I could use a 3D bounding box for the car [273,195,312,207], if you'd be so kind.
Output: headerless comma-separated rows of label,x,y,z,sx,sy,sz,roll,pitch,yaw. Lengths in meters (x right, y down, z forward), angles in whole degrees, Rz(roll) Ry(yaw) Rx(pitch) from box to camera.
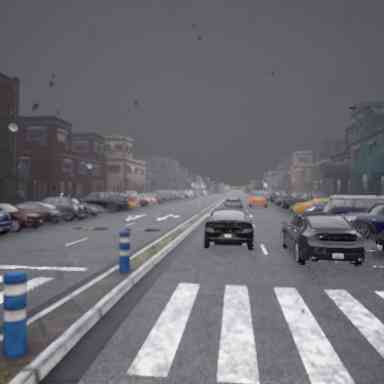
car,13.203,1.182,43.898,4.674,1.452,2.002,0,1,8

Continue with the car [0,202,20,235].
car,-10.922,1.190,15.450,4.553,1.767,2.185,0,0,8

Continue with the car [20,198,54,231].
car,-10.593,1.296,18.194,5.008,1.535,2.097,0,0,8

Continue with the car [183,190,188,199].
car,-4.194,0.836,67.411,5.366,1.575,1.946,0,0,8

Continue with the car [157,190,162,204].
car,-6.963,0.895,45.527,4.553,1.767,2.185,0,1,8

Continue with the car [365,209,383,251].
car,8.747,1.497,10.965,4.792,1.488,2.163,0,0,8

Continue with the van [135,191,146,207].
van,-7.912,0.880,37.308,4.442,1.987,1.878,0,1,8

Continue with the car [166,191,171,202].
car,-6.196,0.970,50.989,4.892,1.521,2.231,0,1,8

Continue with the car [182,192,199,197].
car,-0.356,0.754,94.714,4.674,1.452,2.002,0,0,8

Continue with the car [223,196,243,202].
car,4.346,1.209,35.100,2.128,1.511,4.902,0,1,8

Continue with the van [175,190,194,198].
van,-1.933,0.525,83.797,4.442,1.987,1.878,0,0,8

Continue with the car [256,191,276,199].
car,18.361,0.733,82.457,4.553,1.767,2.185,0,0,8

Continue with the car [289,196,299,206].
car,10.995,1.324,27.496,5.008,1.535,2.097,0,1,8

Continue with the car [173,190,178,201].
car,-5.466,0.923,56.455,4.892,1.521,2.231,0,1,8

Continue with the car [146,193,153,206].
car,-7.669,1.076,40.060,5.008,1.535,2.097,0,1,8

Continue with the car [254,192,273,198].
car,19.498,0.827,90.715,5.008,1.535,2.097,0,0,8

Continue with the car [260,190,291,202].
car,15.773,0.720,63.179,5.566,2.045,2.435,0,0,8

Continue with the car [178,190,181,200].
car,-5.100,0.901,59.186,4.892,1.521,2.231,0,1,8

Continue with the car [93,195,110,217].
car,-9.497,1.225,26.396,4.892,1.521,2.231,0,1,8

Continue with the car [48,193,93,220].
car,-9.825,1.125,23.653,4.553,1.767,2.185,0,1,8

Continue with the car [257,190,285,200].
car,16.883,0.664,71.439,5.566,2.045,2.435,0,0,8

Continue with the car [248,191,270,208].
car,8.332,1.003,42.469,2.097,1.767,4.553,0,1,8

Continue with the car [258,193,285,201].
car,16.356,0.930,68.708,5.366,1.575,1.946,0,0,8

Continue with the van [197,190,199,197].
van,-1.203,0.503,89.261,4.442,1.987,1.878,0,0,8

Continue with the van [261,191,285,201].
van,16.055,0.726,65.943,4.442,1.987,1.878,0,0,8

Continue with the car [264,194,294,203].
car,15.029,1.044,57.672,4.792,1.488,2.163,0,0,8

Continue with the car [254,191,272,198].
car,19.904,0.692,93.467,4.553,1.767,2.185,0,0,8

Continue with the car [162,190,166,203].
car,-6.536,0.868,48.252,4.553,1.767,2.185,0,1,8

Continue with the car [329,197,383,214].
car,9.533,1.311,16.343,4.553,1.767,2.185,0,0,8

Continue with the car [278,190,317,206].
car,11.755,1.012,32.872,5.566,2.045,2.435,0,1,8

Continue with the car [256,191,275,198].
car,18.732,0.721,85.213,4.553,1.767,2.185,0,0,8

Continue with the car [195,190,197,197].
car,-2.211,0.512,81.051,5.566,2.045,2.435,0,0,8

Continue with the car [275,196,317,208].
car,12.841,1.210,41.207,4.674,1.452,2.002,0,1,8

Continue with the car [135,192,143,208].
car,-8.211,1.133,34.569,5.366,1.575,1.946,0,1,8

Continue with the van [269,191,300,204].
van,14.434,0.837,52.141,4.442,1.987,1.878,0,1,8

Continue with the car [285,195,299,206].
car,11.360,1.296,30.125,4.892,1.521,2.231,0,1,8

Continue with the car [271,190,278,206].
car,12.455,0.948,38.514,5.566,2.045,2.435,0,1,8

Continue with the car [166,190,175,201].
car,-5.831,0.946,53.722,4.892,1.521,2.231,0,1,8

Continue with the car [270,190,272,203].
car,13.606,0.863,46.644,5.566,2.045,2.435,0,1,8

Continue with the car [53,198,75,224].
car,-10.220,1.313,20.925,4.674,1.452,2.002,0,1,8

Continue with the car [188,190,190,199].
car,-3.639,0.824,70.117,4.892,1.521,2.231,0,0,8

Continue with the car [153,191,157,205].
car,-7.329,0.922,42.795,4.553,1.767,2.185,0,1,8

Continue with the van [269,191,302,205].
van,13.833,0.860,49.419,4.442,1.987,1.878,0,1,8

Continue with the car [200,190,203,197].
car,-0.540,0.720,91.957,5.366,1.575,1.946,0,0,8

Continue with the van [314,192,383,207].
van,9.774,1.188,19.243,4.442,1.987,1.878,0,1,8

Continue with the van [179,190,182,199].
van,-4.607,0.653,62.025,4.442,1.987,1.878,0,0,8

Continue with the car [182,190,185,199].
car,-4.374,0.899,64.653,4.674,1.452,2.002,0,0,8

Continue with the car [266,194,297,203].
car,14.702,1.077,55.038,4.674,1.452,2.002,0,1,8

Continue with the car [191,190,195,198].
car,-2.555,0.776,78.318,5.008,1.535,2.097,0,0,8

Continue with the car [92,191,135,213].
car,-8.787,0.913,31.861,5.566,2.045,2.435,0,1,8

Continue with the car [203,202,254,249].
car,1.589,1.402,14.275,1.882,1.535,5.008,0,0,7

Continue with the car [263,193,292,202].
car,15.422,0.994,60.422,4.892,1.521,2.231,0,0,8

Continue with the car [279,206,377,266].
car,4.280,1.464,11.485,1.837,1.490,4.892,0,1,7

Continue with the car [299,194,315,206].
car,10.645,1.232,24.612,4.553,1.767,2.185,0,1,8
